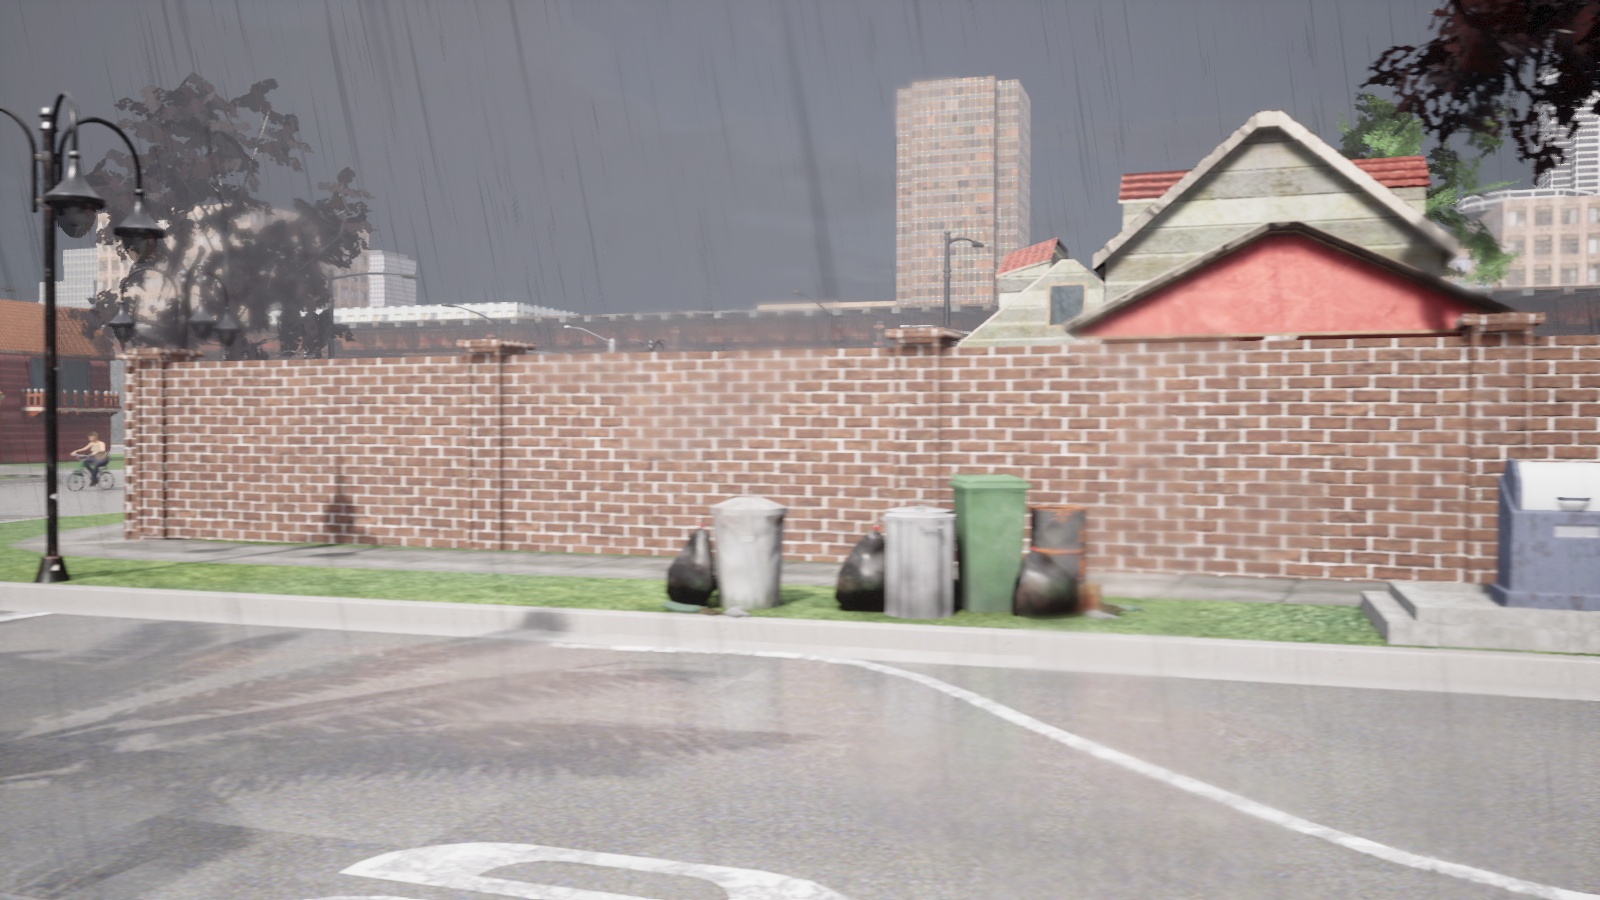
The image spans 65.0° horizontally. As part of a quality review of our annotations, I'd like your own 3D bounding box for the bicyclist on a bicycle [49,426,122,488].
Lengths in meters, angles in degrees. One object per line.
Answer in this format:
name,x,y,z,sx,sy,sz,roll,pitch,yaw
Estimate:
bicyclist on a bicycle,-19.306,0.170,33.958,0.866,1.612,1.509,1,1,19
